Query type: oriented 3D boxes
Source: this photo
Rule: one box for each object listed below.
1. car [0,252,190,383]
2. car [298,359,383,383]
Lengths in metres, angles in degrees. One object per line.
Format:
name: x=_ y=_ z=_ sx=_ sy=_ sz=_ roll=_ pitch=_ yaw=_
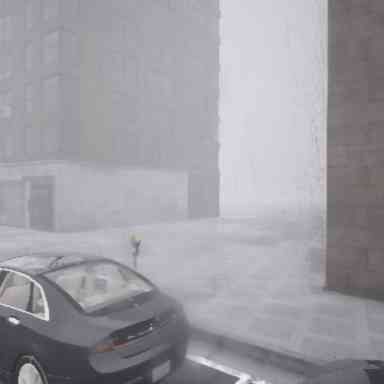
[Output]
car: x=-2.079 y=1.519 z=4.567 sx=4.403 sy=1.369 sz=2.008 roll=1 pitch=0 yaw=36
car: x=2.417 y=1.576 z=1.356 sx=4.313 sy=1.339 sz=1.947 roll=1 pitch=0 yaw=36
